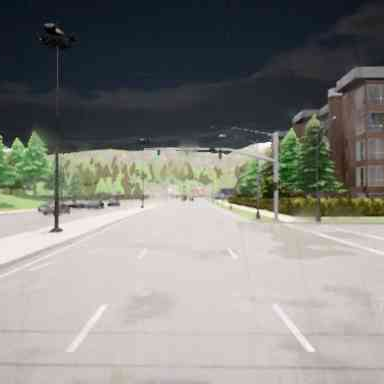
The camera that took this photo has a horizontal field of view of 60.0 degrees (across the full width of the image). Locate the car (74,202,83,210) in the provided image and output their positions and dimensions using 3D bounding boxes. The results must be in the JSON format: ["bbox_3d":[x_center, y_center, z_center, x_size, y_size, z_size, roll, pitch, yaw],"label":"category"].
[{"bbox_3d":[-19.591,2.323,56.700,1.895,1.301,4.718,0,-1,0],"label":"car"}]

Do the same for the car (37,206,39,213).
[{"bbox_3d":[-19.663,2.082,46.149,2.128,1.511,4.902,0,-1,0],"label":"car"}]

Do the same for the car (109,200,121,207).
[{"bbox_3d":[-16.045,2.397,68.452,2.033,1.411,5.357,0,-1,0],"label":"car"}]

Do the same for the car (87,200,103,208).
[{"bbox_3d":[-19.551,2.399,66.959,1.994,1.385,4.181,0,-1,0],"label":"car"}]

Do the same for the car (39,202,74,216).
[{"bbox_3d":[-16.117,2.035,39.818,1.812,1.442,4.674,0,-1,-1],"label":"car"}]

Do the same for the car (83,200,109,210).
[{"bbox_3d":[-16.118,2.189,56.005,1.882,1.535,5.008,0,-1,1],"label":"car"}]
